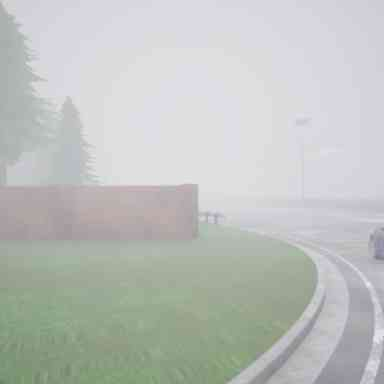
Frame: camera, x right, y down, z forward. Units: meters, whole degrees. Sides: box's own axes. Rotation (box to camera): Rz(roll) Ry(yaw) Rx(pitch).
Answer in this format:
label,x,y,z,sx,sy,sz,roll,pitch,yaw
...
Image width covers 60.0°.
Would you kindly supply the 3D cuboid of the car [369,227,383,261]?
label,x,y,z,sx,sy,sz,roll,pitch,yaw
car,6.365,1.447,9.202,1.882,1.535,5.008,0,0,17
